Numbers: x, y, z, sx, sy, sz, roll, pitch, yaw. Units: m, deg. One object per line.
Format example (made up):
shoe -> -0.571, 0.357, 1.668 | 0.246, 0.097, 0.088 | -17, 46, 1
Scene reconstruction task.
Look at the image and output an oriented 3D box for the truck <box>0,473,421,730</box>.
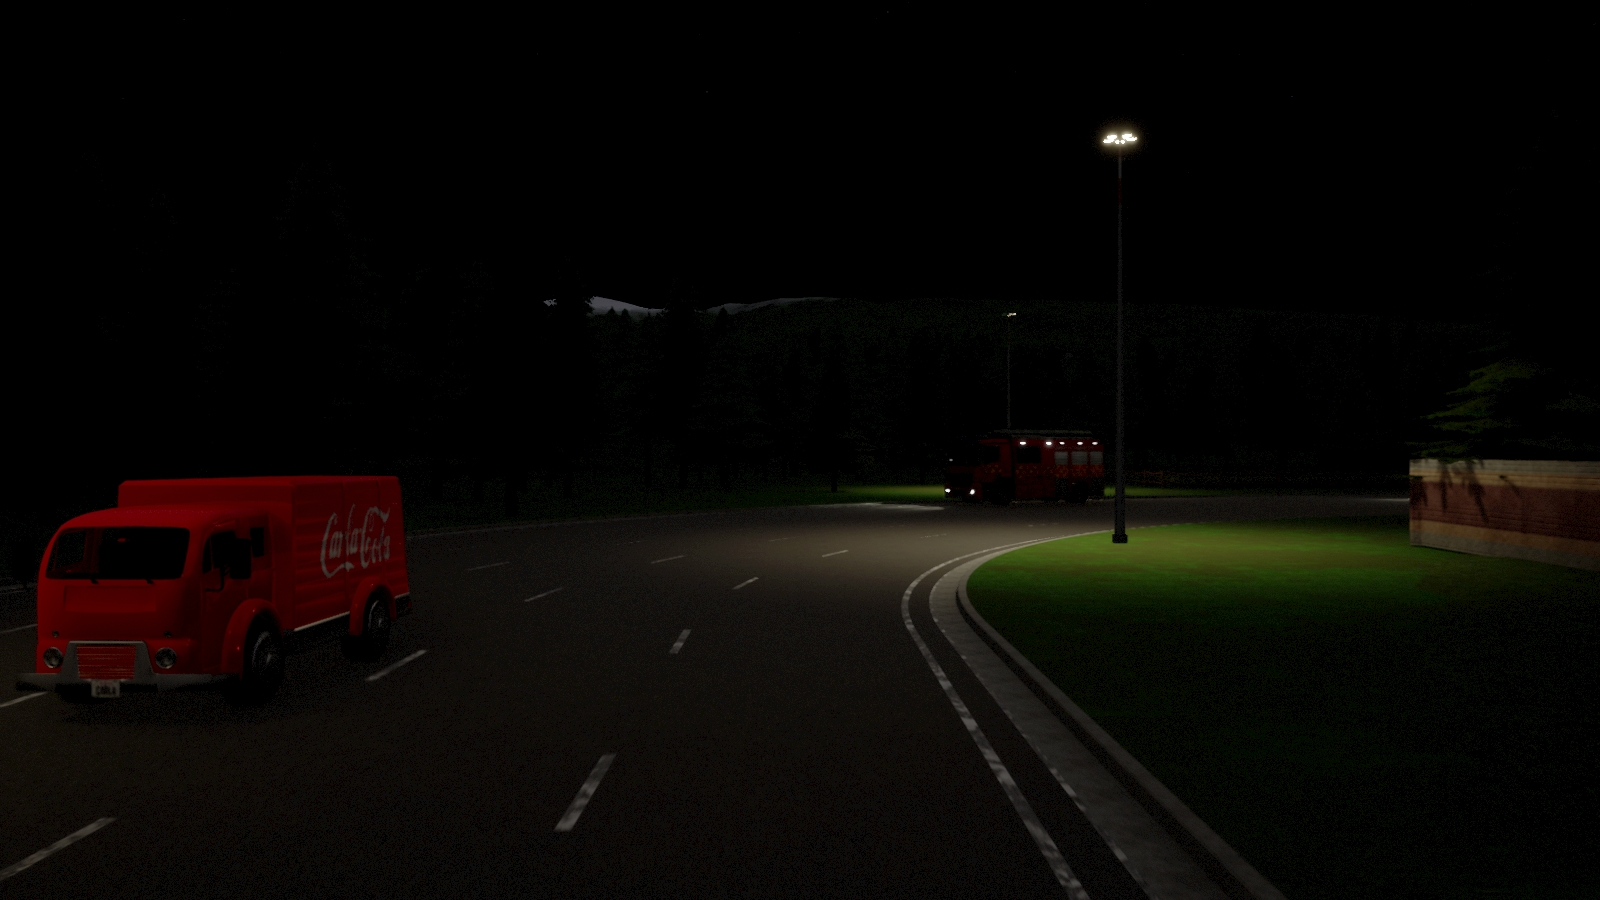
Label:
truck -> -6.893, 1.570, 14.053 | 2.627, 2.467, 5.204 | 0, 0, 2
